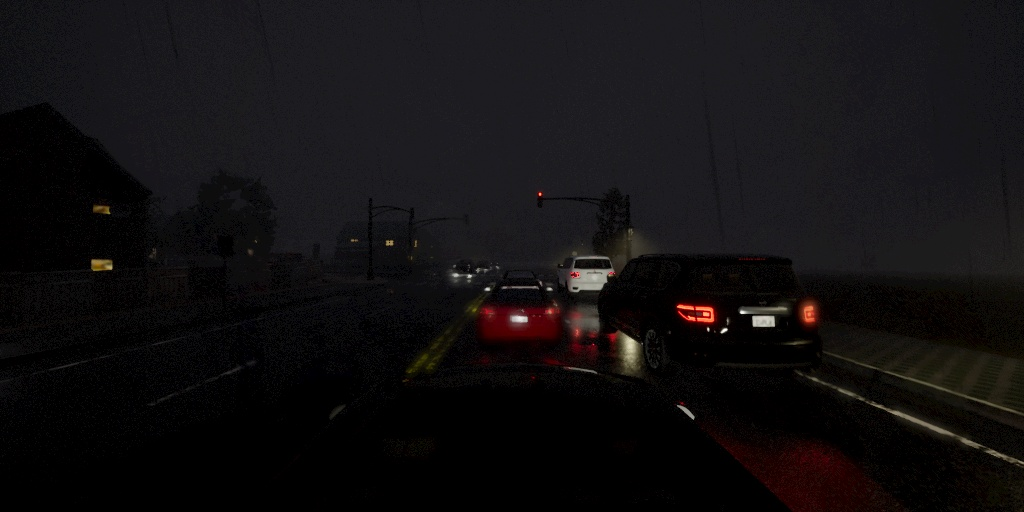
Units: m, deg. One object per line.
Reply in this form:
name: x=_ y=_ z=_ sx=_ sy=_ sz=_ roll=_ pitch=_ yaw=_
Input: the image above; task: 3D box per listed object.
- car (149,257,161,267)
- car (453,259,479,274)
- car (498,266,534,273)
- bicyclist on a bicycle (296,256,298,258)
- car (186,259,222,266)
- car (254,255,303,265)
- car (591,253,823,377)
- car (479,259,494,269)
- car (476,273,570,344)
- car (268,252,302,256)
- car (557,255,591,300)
car: x=-40.287 y=0.625 z=38.642 sx=4.892 sy=1.490 sz=1.837 roll=1 pitch=-1 yaw=16
car: x=-5.557 y=1.162 z=42.351 sx=2.097 sy=1.767 sz=4.553 roll=0 pitch=0 yaw=3
car: x=0.343 y=1.364 z=18.443 sx=1.895 sy=1.301 sz=4.718 roll=0 pitch=0 yaw=-3
bicyclist on a bicycle: x=-24.184 y=0.781 z=40.223 sx=0.582 sy=1.620 sz=1.656 roll=1 pitch=-1 yaw=16
car: x=-30.408 y=0.829 z=35.872 sx=5.357 sy=1.411 sz=2.033 roll=1 pitch=-1 yaw=16
car: x=-20.868 y=0.940 z=33.206 sx=4.892 sy=1.490 sz=1.837 roll=1 pitch=-1 yaw=16
car: x=3.402 y=0.974 z=7.512 sx=2.150 sy=2.045 sz=5.566 roll=0 pitch=0 yaw=0
car: x=-4.670 y=1.396 z=58.230 sx=2.033 sy=1.411 sz=5.357 roll=0 pitch=0 yaw=4
car: x=0.178 y=1.319 z=9.634 sx=1.994 sy=1.385 sz=4.181 roll=0 pitch=0 yaw=0
car: x=-24.036 y=0.653 z=37.016 sx=5.566 sy=2.045 sz=2.150 roll=1 pitch=-1 yaw=18
car: x=3.555 y=0.983 z=17.870 sx=2.150 sy=2.045 sz=5.566 roll=0 pitch=0 yaw=1
